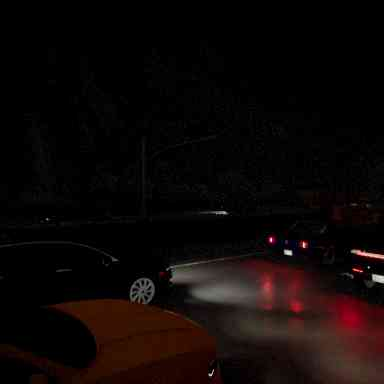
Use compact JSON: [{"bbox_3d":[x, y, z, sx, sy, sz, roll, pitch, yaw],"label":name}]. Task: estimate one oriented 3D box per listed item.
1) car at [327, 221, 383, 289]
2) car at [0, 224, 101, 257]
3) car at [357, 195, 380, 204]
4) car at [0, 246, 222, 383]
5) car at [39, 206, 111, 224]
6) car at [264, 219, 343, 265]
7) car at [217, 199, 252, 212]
[{"bbox_3d":[5.646,1.483,7.920,4.902,1.511,2.128,0,0,-36],"label":"car"},{"bbox_3d":[-2.653,1.505,6.152,4.892,1.490,1.837,0,0,-36],"label":"car"},{"bbox_3d":[30.115,1.246,56.616,5.008,1.535,1.882,0,0,-36],"label":"car"},{"bbox_3d":[-2.002,1.477,2.296,5.008,1.535,1.882,0,0,-36],"label":"car"},{"bbox_3d":[-7.120,1.559,20.471,4.181,1.385,1.994,0,0,-36],"label":"car"},{"bbox_3d":[4.787,1.591,11.626,4.718,1.301,1.895,0,0,-36],"label":"car"},{"bbox_3d":[4.892,1.502,38.022,4.181,1.385,1.994,0,0,-36],"label":"car"}]
